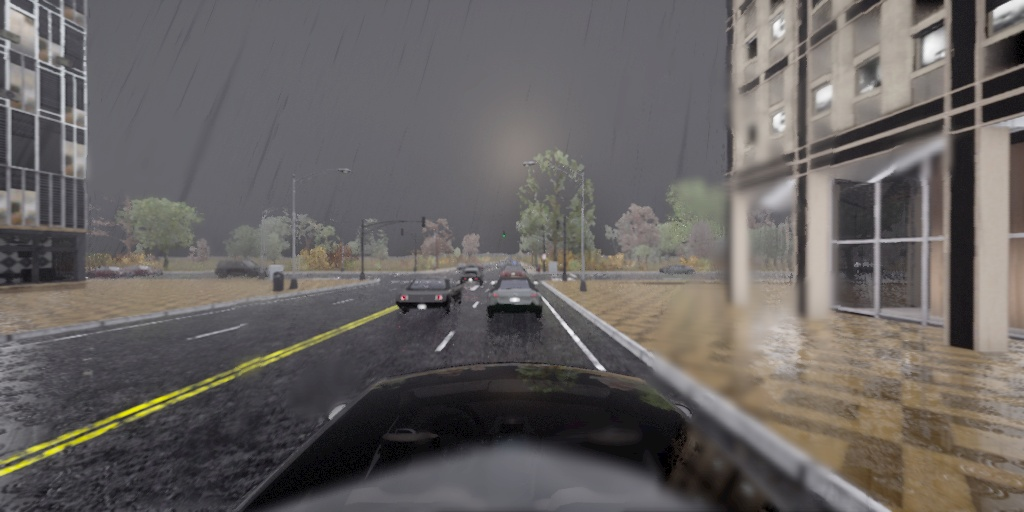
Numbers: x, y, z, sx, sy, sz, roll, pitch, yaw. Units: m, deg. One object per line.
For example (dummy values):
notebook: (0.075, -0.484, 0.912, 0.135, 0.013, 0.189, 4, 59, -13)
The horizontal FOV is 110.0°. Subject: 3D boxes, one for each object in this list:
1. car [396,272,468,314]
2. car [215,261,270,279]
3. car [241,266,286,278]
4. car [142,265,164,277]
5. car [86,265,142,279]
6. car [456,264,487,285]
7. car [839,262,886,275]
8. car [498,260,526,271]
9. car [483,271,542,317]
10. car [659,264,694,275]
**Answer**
car: (-3.152, 1.522, 14.798, 1.895, 1.301, 4.718, 0, -1, 0)
car: (-30.238, 1.571, 40.460, 5.566, 2.045, 2.150, 0, 0, 3)
car: (-30.240, 1.906, 43.719, 4.181, 1.385, 1.994, 0, 0, 3)
car: (-45.980, 1.890, 44.453, 4.674, 1.442, 1.812, 0, 0, 3)
car: (-46.022, 1.898, 41.186, 4.674, 1.442, 1.812, 0, 0, 3)
car: (-3.319, 1.622, 30.168, 1.837, 1.490, 4.892, 0, -1, -3)
car: (45.188, 1.547, 46.345, 4.553, 1.767, 2.097, 0, 0, 3)
car: (0.094, 1.468, 30.015, 2.097, 1.767, 4.553, 0, -1, 0)
car: (0.097, 1.475, 14.067, 1.994, 1.385, 4.181, 0, -1, 0)
car: (21.784, 1.801, 47.508, 4.181, 1.385, 1.994, 0, 0, 3)
